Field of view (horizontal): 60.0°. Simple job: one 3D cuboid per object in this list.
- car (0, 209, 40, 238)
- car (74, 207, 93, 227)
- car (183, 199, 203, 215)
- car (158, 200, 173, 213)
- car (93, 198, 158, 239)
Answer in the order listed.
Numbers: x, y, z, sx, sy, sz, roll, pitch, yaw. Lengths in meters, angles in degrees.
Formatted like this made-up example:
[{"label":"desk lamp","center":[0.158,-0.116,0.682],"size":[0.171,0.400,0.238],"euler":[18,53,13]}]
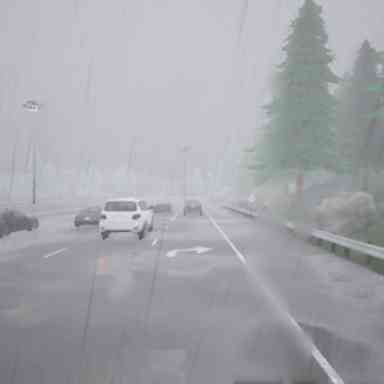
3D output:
[{"label":"car","center":[-10.428,1.668,18.324],"size":[2.033,1.411,5.357],"euler":[0,0,0]},{"label":"car","center":[-6.901,1.722,23.920],"size":[1.994,1.385,4.181],"euler":[0,0,0]},{"label":"car","center":[0.112,1.598,37.481],"size":[2.097,1.767,4.553],"euler":[0,0,0]},{"label":"car","center":[-3.381,1.744,40.491],"size":[1.882,1.535,5.008],"euler":[0,0,0]},{"label":"car","center":[-3.433,1.345,18.349],"size":[2.150,2.045,5.566],"euler":[0,0,0]}]
